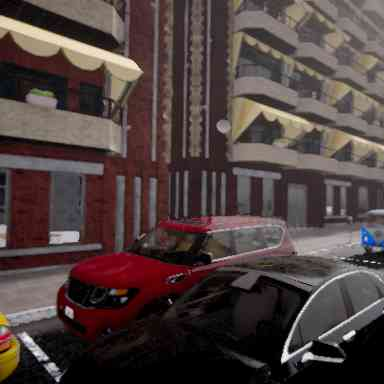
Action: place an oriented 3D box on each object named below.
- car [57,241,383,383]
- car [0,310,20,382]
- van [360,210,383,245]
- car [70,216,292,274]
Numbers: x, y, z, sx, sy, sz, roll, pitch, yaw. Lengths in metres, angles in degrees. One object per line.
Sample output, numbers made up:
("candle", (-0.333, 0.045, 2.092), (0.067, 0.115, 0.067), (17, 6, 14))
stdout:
("car", (0.967, 1.589, 3.841), (4.892, 1.490, 1.837), (1, -2, -41))
("car", (-4.178, 1.604, 2.738), (4.829, 1.417, 1.752), (1, 0, -41))
("van", (8.470, 1.611, 13.737), (3.998, 1.788, 1.690), (1, 0, -41))
("car", (0.127, 1.457, 6.480), (5.009, 1.841, 2.192), (1, 0, -41))
